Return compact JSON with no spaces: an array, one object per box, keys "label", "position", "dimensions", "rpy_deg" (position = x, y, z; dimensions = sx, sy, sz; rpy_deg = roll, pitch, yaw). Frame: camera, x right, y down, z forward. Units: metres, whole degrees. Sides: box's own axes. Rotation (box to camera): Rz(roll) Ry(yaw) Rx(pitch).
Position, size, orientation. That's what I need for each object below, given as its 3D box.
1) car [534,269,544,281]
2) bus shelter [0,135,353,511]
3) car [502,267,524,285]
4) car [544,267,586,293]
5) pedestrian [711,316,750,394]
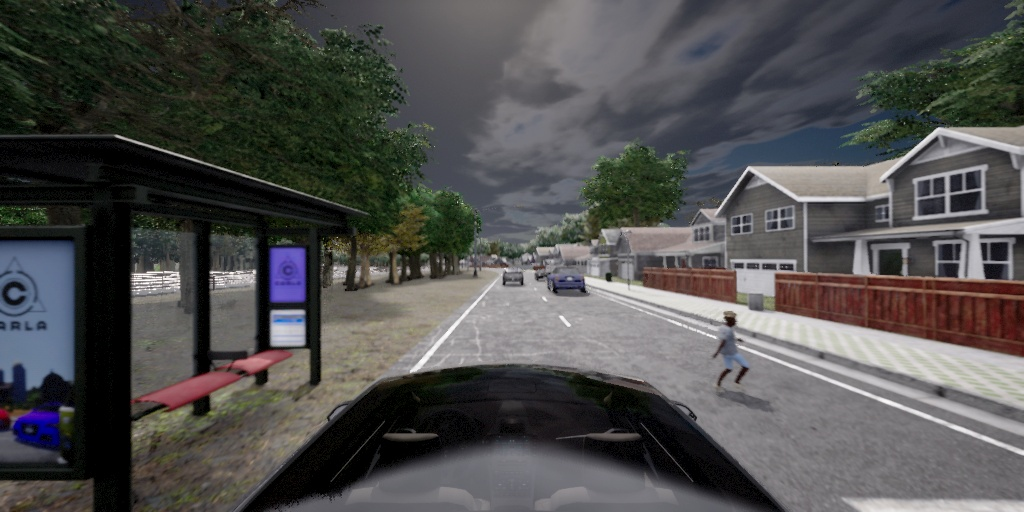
[{"label":"car","position":[3.590,2.144,41.166],"dimensions":[1.895,1.301,4.718],"rpy_deg":[0,-1,0]},{"label":"bus shelter","position":[-3.501,0.650,3.713],"dimensions":[1.920,2.740,3.880],"rpy_deg":[0,0,0]},{"label":"car","position":[0.091,1.836,33.004],"dimensions":[2.128,1.511,4.902],"rpy_deg":[0,-2,0]},{"label":"car","position":[3.594,1.509,24.436],"dimensions":[2.097,1.767,4.553],"rpy_deg":[0,-1,0]},{"label":"pedestrian","position":[3.161,1.091,5.265],"dimensions":[0.375,1.860,0.375],"rpy_deg":[0,0,10]}]
